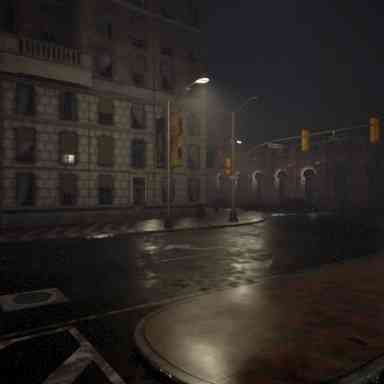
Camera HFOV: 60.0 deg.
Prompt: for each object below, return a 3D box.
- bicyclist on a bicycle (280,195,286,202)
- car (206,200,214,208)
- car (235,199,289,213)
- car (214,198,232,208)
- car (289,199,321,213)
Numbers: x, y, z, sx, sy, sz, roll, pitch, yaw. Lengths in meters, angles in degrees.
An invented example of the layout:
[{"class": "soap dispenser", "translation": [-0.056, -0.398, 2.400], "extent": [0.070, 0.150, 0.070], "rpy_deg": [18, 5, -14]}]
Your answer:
[{"class": "bicyclist on a bicycle", "translation": [15.528, 1.301, 56.489], "extent": [1.656, 1.620, 0.582], "rpy_deg": [0, 0, -36]}, {"class": "car", "translation": [0.417, 1.492, 46.735], "extent": [2.128, 1.511, 4.902], "rpy_deg": [0, 0, -36]}, {"class": "car", "translation": [7.614, 1.547, 36.744], "extent": [2.033, 1.411, 5.357], "rpy_deg": [0, 0, -36]}, {"class": "car", "translation": [4.457, 1.526, 47.118], "extent": [1.812, 1.442, 4.674], "rpy_deg": [0, 0, -36]}, {"class": "car", "translation": [11.858, 1.505, 36.855], "extent": [1.837, 1.490, 4.892], "rpy_deg": [0, 0, -36]}]
